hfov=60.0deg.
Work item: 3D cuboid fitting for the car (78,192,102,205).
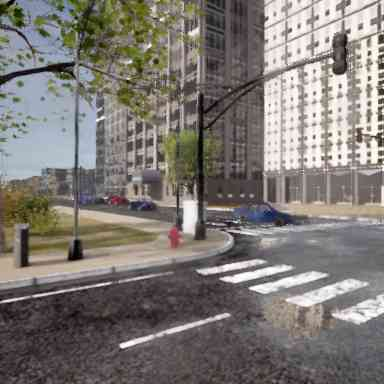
[{"bbox_3d":[-17.101,1.004,54.444,2.150,2.045,5.566,1,0,-34],"label":"car"}]

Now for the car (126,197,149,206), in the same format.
[{"bbox_3d":[-8.975,1.447,53.983,1.895,1.301,4.718,1,0,-34],"label":"car"}]

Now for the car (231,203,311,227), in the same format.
[{"bbox_3d":[4.912,1.398,21.541,2.033,1.411,5.357,1,0,-36],"label":"car"}]

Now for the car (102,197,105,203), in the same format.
[{"bbox_3d":[-17.222,1.367,60.464,1.994,1.385,4.181,1,0,-34],"label":"car"}]

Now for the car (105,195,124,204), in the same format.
[{"bbox_3d":[-14.521,1.354,62.271,1.812,1.442,4.674,1,0,-34],"label":"car"}]

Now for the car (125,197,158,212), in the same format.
[{"bbox_3d":[-5.375,1.384,36.743,1.994,1.385,4.181,1,0,-34],"label":"car"}]

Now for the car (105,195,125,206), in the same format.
[{"bbox_3d":[-11.471,1.347,51.915,1.812,1.442,4.674,1,0,-33],"label":"car"}]
